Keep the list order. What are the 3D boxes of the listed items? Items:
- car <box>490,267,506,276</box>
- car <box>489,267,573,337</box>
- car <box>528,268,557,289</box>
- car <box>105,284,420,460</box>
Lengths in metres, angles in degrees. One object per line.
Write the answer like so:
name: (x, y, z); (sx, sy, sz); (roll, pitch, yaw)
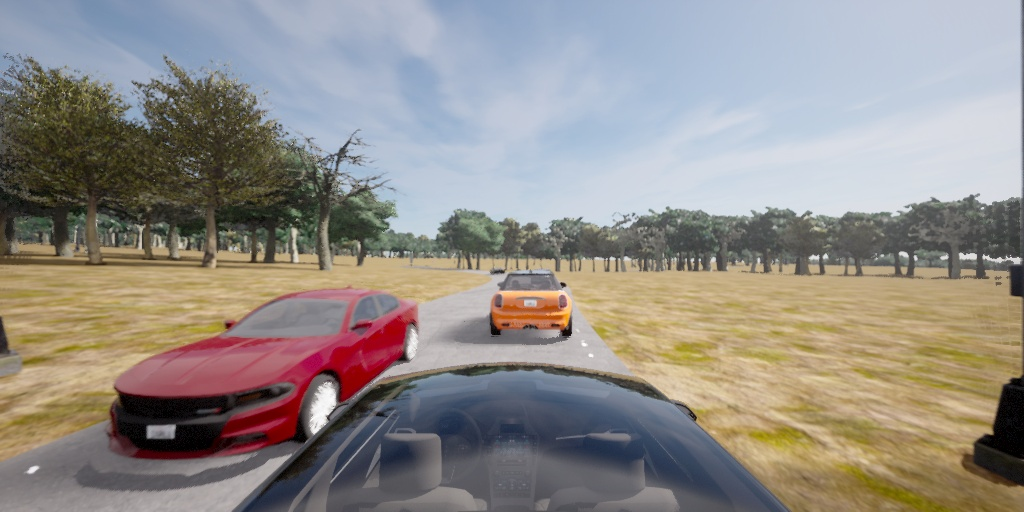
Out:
car: (-2.287, 2.393, 57.255); (1.895, 1.301, 4.718); (0, -1, -10)
car: (0.600, 1.202, 10.850); (2.097, 1.767, 4.553); (0, -1, 4)
car: (2.391, 1.728, 28.406); (2.033, 1.411, 5.357); (0, -1, 4)
car: (-2.925, 1.264, 5.573); (1.882, 1.535, 5.008); (0, -1, 2)
